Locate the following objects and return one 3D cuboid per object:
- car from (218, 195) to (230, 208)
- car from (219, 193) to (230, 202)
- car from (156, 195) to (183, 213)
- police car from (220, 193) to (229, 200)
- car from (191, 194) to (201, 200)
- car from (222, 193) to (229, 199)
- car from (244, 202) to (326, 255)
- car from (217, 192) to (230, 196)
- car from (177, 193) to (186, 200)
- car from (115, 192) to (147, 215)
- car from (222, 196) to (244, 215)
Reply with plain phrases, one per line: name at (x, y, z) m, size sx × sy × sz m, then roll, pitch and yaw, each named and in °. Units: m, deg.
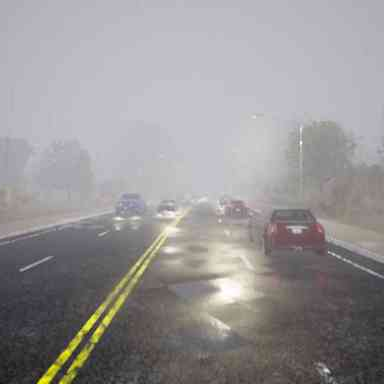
car at (4.755, 1.389, 44.889) m, size 1.895 × 1.301 × 4.718 m, roll 0°, pitch 0°, yaw 4°
car at (6.519, 1.089, 66.634) m, size 2.033 × 1.649 × 4.856 m, roll 0°, pitch 0°, yaw 6°
car at (-2.443, 1.390, 34.476) m, size 2.033 × 1.411 × 5.357 m, roll 0°, pitch 0°, yaw 3°
police car at (7.655, 1.093, 77.499) m, size 2.038 × 1.542 × 4.974 m, roll 0°, pitch 0°, yaw 6°
car at (0.951, 1.081, 75.994) m, size 1.895 × 1.301 × 4.718 m, roll 0°, pitch 0°, yaw 6°
car at (8.959, 0.988, 88.345) m, size 1.882 × 1.535 × 5.008 m, roll 0°, pitch 0°, yaw 7°
car at (3.518, 1.299, 13.136) m, size 2.097 × 1.767 × 4.553 m, roll 0°, pitch 0°, yaw 1°
car at (5.552, 1.157, 55.752) m, size 2.033 × 1.649 × 4.856 m, roll 0°, pitch 0°, yaw 5°
car at (-2.556, 1.057, 73.761) m, size 1.882 × 1.535 × 5.008 m, roll 0°, pitch 0°, yaw 6°
car at (-5.798, 1.074, 32.308) m, size 2.150 × 2.045 × 5.566 m, roll 0°, pitch 0°, yaw 3°
car at (4.117, 1.388, 31.238) m, size 1.812 × 1.442 × 4.674 m, roll 0°, pitch 0°, yaw 3°
